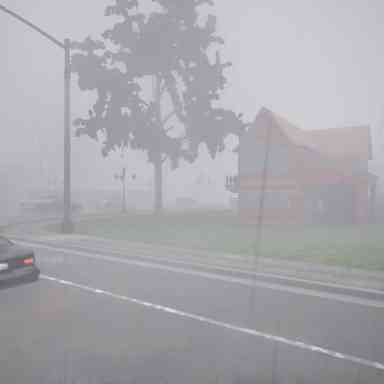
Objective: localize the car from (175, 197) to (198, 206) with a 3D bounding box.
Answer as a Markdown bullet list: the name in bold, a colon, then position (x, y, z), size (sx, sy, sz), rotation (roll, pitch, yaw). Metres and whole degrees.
- **car**: position (-0.884, 1.512, 54.352), size (1.837, 1.490, 4.892), rotation (0, 0, 33)

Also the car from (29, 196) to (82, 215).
- **car**: position (-13.912, 1.485, 34.885), size (1.882, 1.535, 5.008), rotation (0, 0, 34)

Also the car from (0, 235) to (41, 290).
- **car**: position (-5.879, 1.550, 8.137), size (5.357, 1.411, 2.033), rotation (0, 0, 36)

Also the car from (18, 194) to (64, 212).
- **car**: position (-16.564, 1.231, 37.606), size (2.150, 2.045, 5.566), rotation (0, 0, 33)

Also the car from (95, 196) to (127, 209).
- **car**: position (-11.096, 1.361, 45.711), size (2.097, 1.767, 4.553), rotation (0, 0, 34)
